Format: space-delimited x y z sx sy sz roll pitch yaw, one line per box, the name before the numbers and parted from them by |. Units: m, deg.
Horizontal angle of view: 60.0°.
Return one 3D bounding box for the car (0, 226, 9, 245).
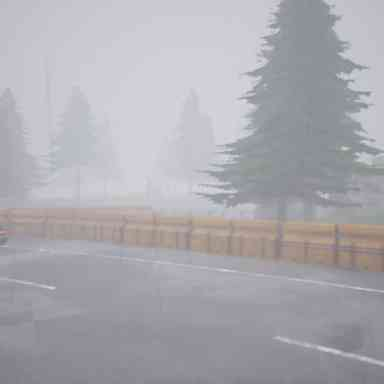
car | -9.673 1.585 12.923 5.357 1.411 2.033 0 0 22
